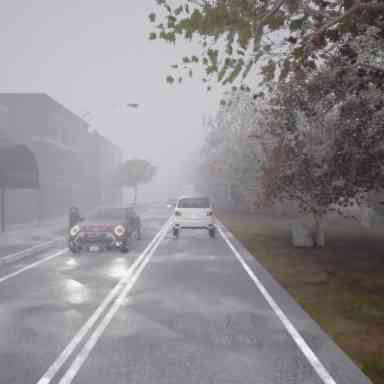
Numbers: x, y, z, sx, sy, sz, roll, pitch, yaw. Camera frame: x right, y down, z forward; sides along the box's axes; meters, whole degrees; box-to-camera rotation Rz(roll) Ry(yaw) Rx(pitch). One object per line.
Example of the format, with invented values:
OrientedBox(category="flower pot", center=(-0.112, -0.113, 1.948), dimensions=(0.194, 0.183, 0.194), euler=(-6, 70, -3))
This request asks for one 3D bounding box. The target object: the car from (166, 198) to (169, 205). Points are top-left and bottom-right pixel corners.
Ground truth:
OrientedBox(category="car", center=(-3.303, 1.547, 57.182), dimensions=(1.994, 1.385, 4.181), euler=(0, 0, 1))

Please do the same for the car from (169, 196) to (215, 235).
OrientedBox(category="car", center=(0.096, 1.219, 18.828), dimensions=(2.150, 2.045, 5.566), euler=(0, 0, 0))

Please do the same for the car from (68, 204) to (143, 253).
OrientedBox(category="car", center=(-3.351, 1.352, 13.649), dimensions=(2.097, 1.767, 4.553), euler=(0, 0, 0))
